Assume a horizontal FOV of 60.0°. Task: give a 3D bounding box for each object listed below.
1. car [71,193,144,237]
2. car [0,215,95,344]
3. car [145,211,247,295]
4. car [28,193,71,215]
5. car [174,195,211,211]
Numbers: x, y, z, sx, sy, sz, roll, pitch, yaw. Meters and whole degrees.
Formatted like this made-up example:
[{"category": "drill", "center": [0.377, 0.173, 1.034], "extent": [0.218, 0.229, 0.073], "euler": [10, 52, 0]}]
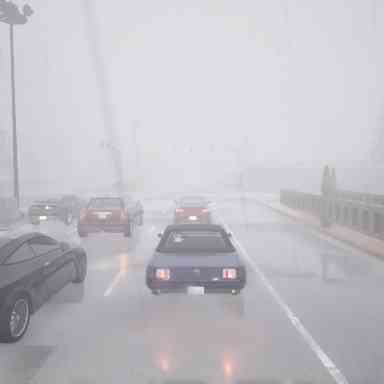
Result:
[{"category": "car", "center": [-3.465, 0.841, 14.932], "extent": [2.097, 1.767, 4.553], "euler": [0, 3, 0]}, {"category": "car", "center": [-3.425, 1.426, 6.137], "extent": [1.812, 1.442, 4.674], "euler": [0, 2, 0]}, {"category": "car", "center": [0.069, 1.429, 8.289], "extent": [1.895, 1.301, 4.718], "euler": [0, 2, 0]}, {"category": "car", "center": [-6.981, 0.821, 17.926], "extent": [1.837, 1.490, 4.892], "euler": [0, 3, 0]}, {"category": "car", "center": [0.023, 0.878, 17.361], "extent": [1.812, 1.442, 4.674], "euler": [0, 3, 0]}]
